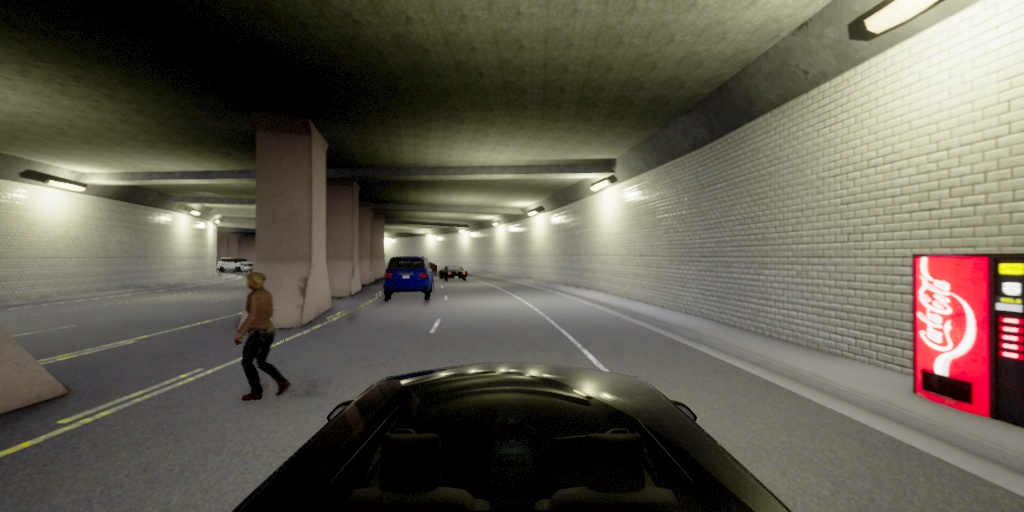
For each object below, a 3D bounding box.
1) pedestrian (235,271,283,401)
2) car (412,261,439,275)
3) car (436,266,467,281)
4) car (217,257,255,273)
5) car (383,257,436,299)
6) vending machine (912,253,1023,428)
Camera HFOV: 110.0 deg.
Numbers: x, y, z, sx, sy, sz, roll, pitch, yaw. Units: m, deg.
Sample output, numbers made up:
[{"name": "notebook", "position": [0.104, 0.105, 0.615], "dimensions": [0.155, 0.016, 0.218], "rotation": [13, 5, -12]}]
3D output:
[{"name": "pedestrian", "position": [-3.554, 1.061, 5.022], "dimensions": [0.375, 1.860, 0.375], "rotation": [0, 0, -3]}, {"name": "car", "position": [-10.666, 1.444, 43.887], "dimensions": [1.882, 1.535, 5.008], "rotation": [0, 0, -30]}, {"name": "car", "position": [-5.405, 1.507, 32.231], "dimensions": [1.895, 1.301, 4.718], "rotation": [0, 0, -19]}, {"name": "car", "position": [-38.073, 1.223, 49.693], "dimensions": [5.566, 2.045, 2.150], "rotation": [0, -1, 19]}, {"name": "car", "position": [-5.295, 1.059, 18.805], "dimensions": [2.150, 2.045, 5.566], "rotation": [0, 0, -11]}, {"name": "vending machine", "position": [5.853, 0.957, 4.332], "dimensions": [1.100, 2.100, 0.880], "rotation": [0, 0, -2]}]
